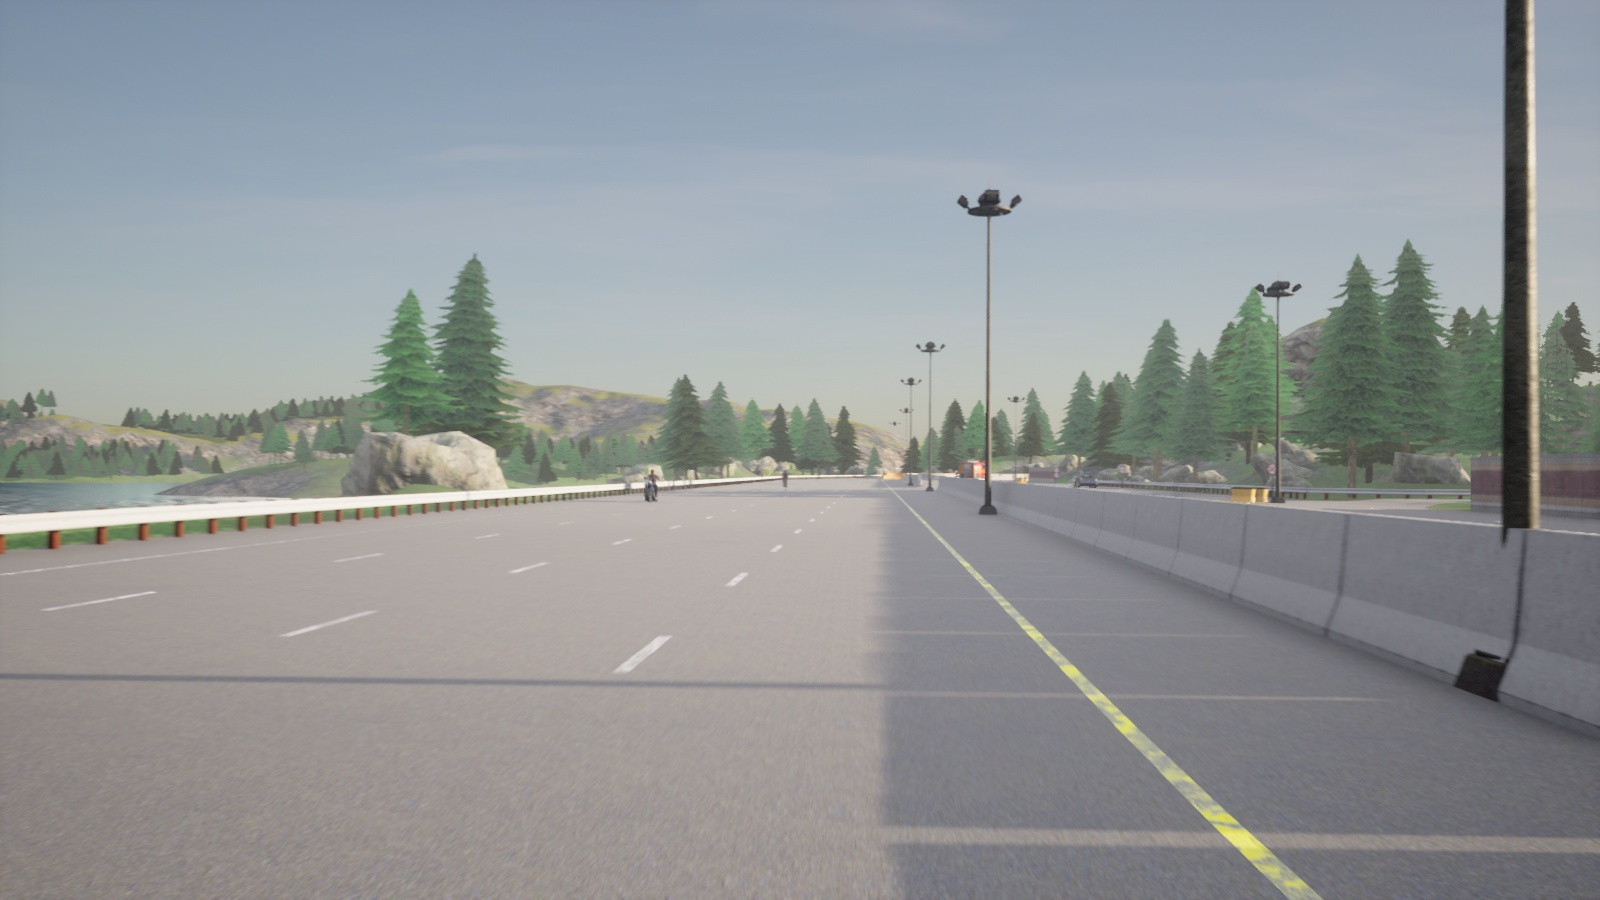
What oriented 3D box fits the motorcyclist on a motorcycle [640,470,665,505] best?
[{"bbox_3d":[-7.097,1.785,60.558,0.766,1.649,2.350,0,-1,3],"label":"motorcyclist on a motorcycle"}]
